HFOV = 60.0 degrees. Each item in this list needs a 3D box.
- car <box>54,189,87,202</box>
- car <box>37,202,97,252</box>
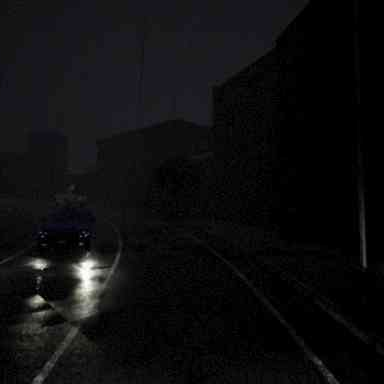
[{"bbox_3d":[-14.568,0.670,39.758,2.150,2.045,5.566,3,-1,-43],"label":"car"},{"bbox_3d":[-5.019,1.404,13.877,1.882,1.535,5.008,1,0,-13],"label":"car"}]
